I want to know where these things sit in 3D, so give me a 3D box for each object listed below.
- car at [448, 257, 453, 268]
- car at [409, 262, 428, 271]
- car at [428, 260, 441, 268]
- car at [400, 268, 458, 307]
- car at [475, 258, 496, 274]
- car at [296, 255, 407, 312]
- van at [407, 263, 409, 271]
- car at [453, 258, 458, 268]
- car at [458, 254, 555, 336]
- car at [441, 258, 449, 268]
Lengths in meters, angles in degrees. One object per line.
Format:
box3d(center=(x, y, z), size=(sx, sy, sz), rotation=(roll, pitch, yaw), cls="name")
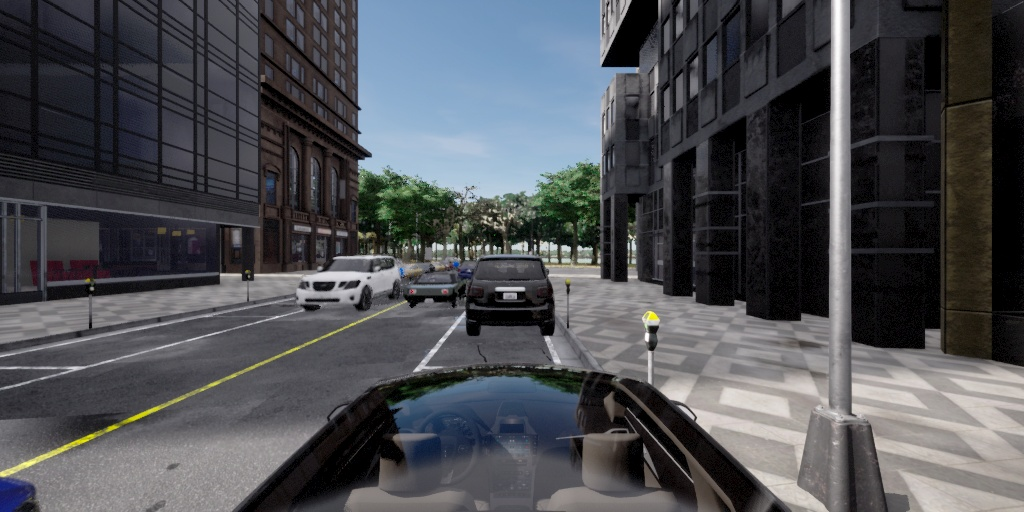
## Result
box3d(center=(-8.908, 1.201, 47.173), size=(1.967, 1.591, 4.097), rotation=(0, 0, 0), cls="car")
box3d(center=(-8.908, 1.279, 30.691), size=(1.751, 1.417, 4.829), rotation=(0, 0, 0), cls="car")
box3d(center=(-8.908, 1.322, 36.298), size=(1.948, 1.339, 4.313), rotation=(0, 0, 0), cls="car")
box3d(center=(-3.041, 1.351, 15.387), size=(1.895, 1.301, 4.718), rotation=(0, 0, 0), cls="car")
box3d(center=(-3.047, 1.110, 41.604), size=(2.097, 1.767, 4.553), rotation=(0, 0, 0), cls="car")
box3d(center=(-6.247, 0.972, 14.543), size=(2.150, 2.045, 5.566), rotation=(0, 0, 0), cls="car")
box3d(center=(-8.908, 1.093, 25.423), size=(1.690, 1.789, 3.998), rotation=(0, 0, 0), cls="van")
box3d(center=(-3.146, 1.107, 28.898), size=(2.097, 1.767, 4.553), rotation=(0, 0, 0), cls="car")
box3d(center=(-0.039, 0.970, 10.530), size=(2.150, 2.045, 5.566), rotation=(0, 0, 0), cls="car")
box3d(center=(-8.908, 1.284, 41.566), size=(1.751, 1.417, 4.829), rotation=(0, 0, 0), cls="car")
